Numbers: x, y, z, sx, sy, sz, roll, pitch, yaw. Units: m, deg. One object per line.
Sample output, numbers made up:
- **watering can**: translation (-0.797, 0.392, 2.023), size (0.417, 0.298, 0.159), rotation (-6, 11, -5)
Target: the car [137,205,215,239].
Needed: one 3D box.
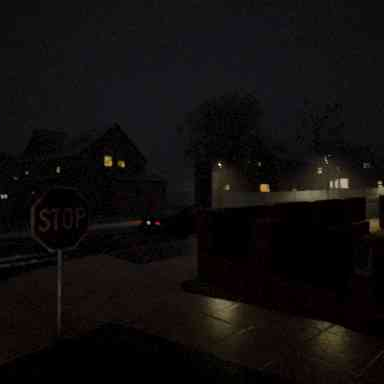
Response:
- **car**: translation (0.035, 1.304, 15.798), size (5.357, 1.411, 2.033), rotation (-2, 2, -41)
